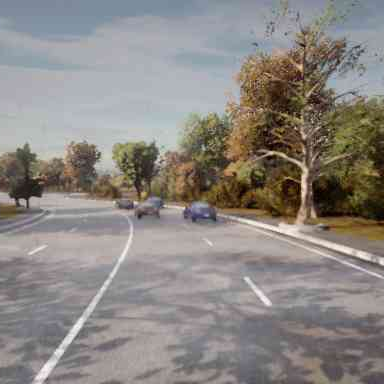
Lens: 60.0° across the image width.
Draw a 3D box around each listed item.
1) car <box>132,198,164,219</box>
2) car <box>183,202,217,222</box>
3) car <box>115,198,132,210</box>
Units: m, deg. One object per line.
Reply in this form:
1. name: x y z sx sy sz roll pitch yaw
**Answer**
1. car: -4.038 1.527 29.674 1.812 1.442 4.674 -1 0 -15
2. car: 0.557 1.465 25.568 1.812 1.442 4.674 -1 0 -12
3. car: -9.235 1.545 45.054 2.128 1.511 4.902 -2 0 -22
